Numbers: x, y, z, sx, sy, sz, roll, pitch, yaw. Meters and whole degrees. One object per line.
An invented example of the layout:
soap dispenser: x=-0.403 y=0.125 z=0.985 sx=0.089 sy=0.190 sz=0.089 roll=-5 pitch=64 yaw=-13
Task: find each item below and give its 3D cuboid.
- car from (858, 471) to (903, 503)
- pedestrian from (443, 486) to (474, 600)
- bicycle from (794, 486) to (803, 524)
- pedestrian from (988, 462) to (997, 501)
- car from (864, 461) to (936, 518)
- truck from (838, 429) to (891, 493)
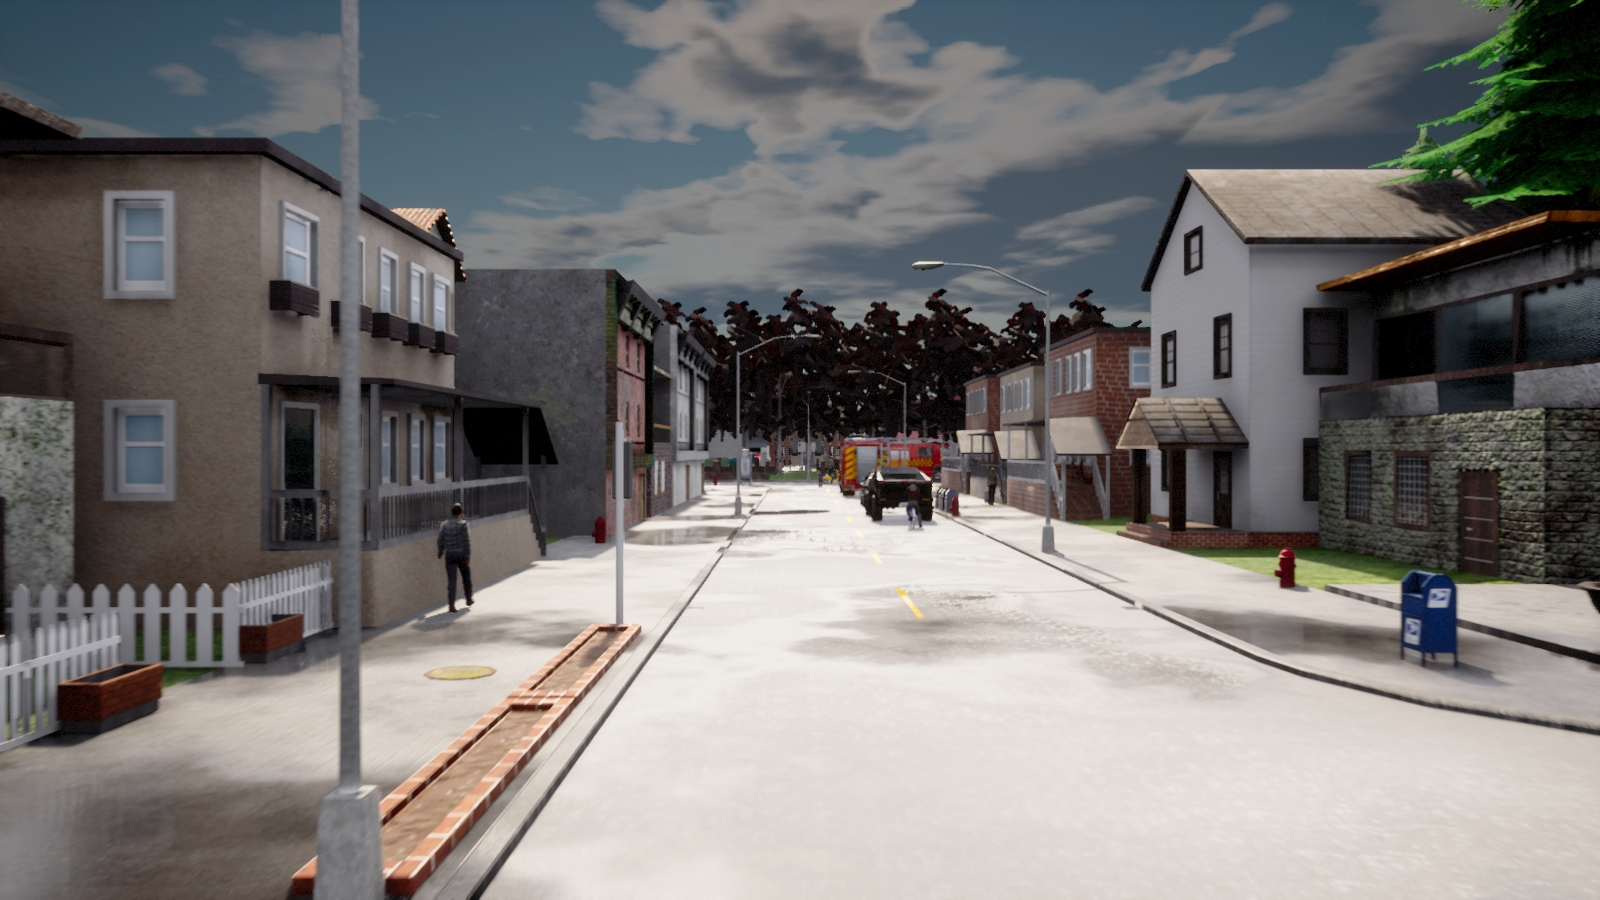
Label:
car: x=4.006 y=1.845 z=57.222 sx=1.970 sy=1.475 sz=3.806 roll=0 pitch=0 yaw=0
pedestrian: x=-5.645 y=1.524 z=18.893 sx=0.375 sy=1.860 sz=0.375 roll=0 pitch=0 yaw=4
bicycle: x=-0.044 y=1.940 z=40.782 sx=0.329 sy=1.271 sz=1.835 roll=0 pitch=0 yaw=0
pedestrian: x=9.239 y=1.524 z=54.917 sx=0.375 sy=1.860 sz=0.375 roll=0 pitch=0 yaw=1
car: x=4.004 y=1.534 z=46.828 sx=2.390 sy=2.098 sz=6.274 roll=0 pitch=0 yaw=0
truck: x=4.000 y=0.671 z=72.886 sx=2.891 sy=3.827 sz=8.468 roll=0 pitch=0 yaw=0
